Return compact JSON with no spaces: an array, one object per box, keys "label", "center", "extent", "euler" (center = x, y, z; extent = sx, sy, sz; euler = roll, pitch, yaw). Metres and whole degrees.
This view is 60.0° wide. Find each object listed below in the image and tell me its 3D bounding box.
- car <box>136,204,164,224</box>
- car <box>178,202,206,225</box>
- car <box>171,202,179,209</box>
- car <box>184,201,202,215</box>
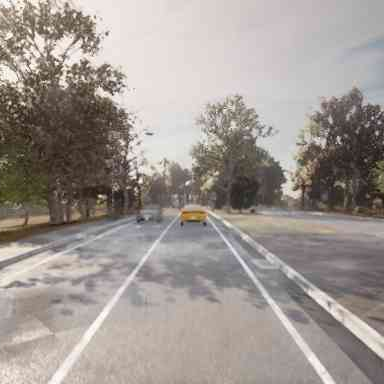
[{"label":"car","center":[-3.343,1.764,27.194],"extent":[2.128,1.511,4.902],"euler":[0,-1,0]},{"label":"car","center":[0.105,1.730,26.204],"extent":[1.882,1.535,5.008],"euler":[0,-1,0]},{"label":"car","center":[-3.215,2.869,69.118],"extent":[2.128,1.511,4.902],"euler":[0,-1,0]},{"label":"car","center":[0.108,2.032,42.710],"extent":[2.097,1.767,4.553],"euler":[0,-2,0]}]
